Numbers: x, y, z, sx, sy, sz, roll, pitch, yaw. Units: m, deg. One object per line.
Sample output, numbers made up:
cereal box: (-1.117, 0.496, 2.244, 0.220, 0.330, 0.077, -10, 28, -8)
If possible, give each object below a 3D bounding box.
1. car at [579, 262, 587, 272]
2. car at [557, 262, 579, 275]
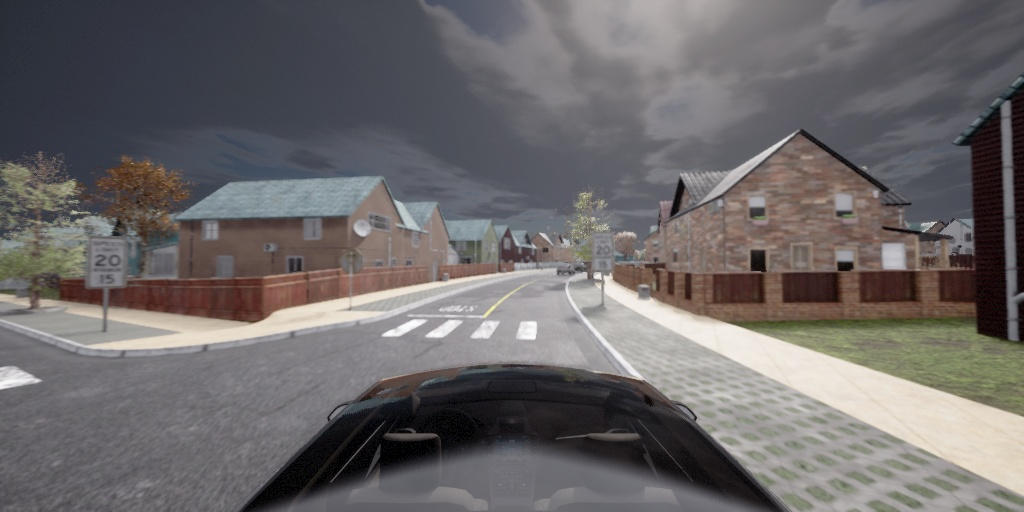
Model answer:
car: (10.631, 1.701, 57.454, 2.097, 1.767, 4.553, 0, -1, 23)
car: (7.208, 1.748, 47.784, 2.128, 1.511, 4.902, 0, -1, 19)
